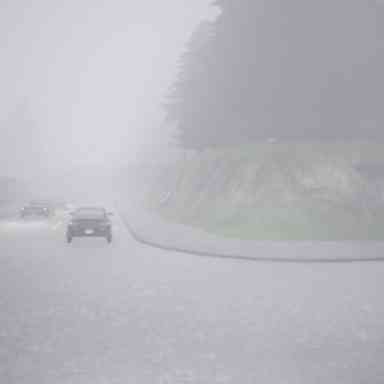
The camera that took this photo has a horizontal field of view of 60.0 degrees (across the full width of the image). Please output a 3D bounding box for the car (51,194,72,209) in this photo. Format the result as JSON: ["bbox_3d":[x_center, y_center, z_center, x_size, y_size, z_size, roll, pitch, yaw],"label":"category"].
[{"bbox_3d":[-14.215,1.044,35.184,1.837,1.490,4.892,2,0,-15],"label":"car"}]

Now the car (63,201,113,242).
[{"bbox_3d":[-4.652,1.372,15.360,1.812,1.442,4.674,2,0,-15],"label":"car"}]

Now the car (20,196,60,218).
[{"bbox_3d":[-11.627,1.227,25.373,1.895,1.301,4.718,2,0,-15],"label":"car"}]

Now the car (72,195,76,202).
[{"bbox_3d":[-17.033,1.010,45.665,1.994,1.385,4.181,2,0,-15],"label":"car"}]
